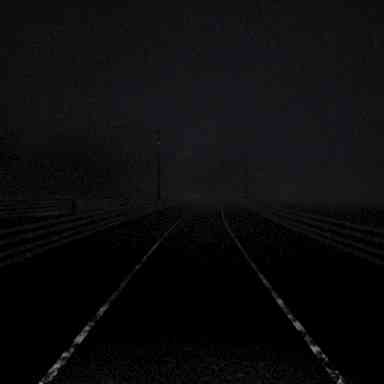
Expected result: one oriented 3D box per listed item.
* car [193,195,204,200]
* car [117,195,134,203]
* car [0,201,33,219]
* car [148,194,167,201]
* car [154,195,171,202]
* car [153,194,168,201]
[{"bbox_3d":[1.725,1.439,86.252,1.895,1.301,4.718,0,0,18],"label":"car"},{"bbox_3d":[-12.475,1.292,62.918,2.128,1.511,4.902,0,0,16],"label":"car"},{"bbox_3d":[-14.617,1.323,25.948,1.895,1.301,4.718,0,0,13],"label":"car"},{"bbox_3d":[-6.138,1.391,59.657,1.895,1.301,4.718,0,0,15],"label":"car"},{"bbox_3d":[-6.311,1.412,71.804,1.895,1.301,4.718,0,0,17],"label":"car"},{"bbox_3d":[-7.474,1.336,80.180,1.837,1.490,4.892,0,0,17],"label":"car"}]
